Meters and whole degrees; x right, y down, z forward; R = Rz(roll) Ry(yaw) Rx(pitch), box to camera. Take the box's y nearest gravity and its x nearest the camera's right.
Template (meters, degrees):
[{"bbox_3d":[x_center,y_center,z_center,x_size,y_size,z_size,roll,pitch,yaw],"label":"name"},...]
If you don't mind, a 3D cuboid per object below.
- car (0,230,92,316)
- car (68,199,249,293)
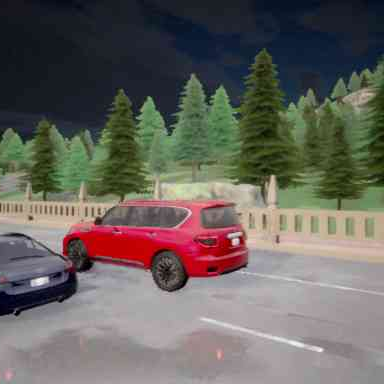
[{"bbox_3d":[-4.344,1.564,7.093,4.181,1.385,1.994,0,0,36],"label":"car"},{"bbox_3d":[-1.189,1.222,9.140,5.566,2.045,2.150,0,0,36],"label":"car"}]
